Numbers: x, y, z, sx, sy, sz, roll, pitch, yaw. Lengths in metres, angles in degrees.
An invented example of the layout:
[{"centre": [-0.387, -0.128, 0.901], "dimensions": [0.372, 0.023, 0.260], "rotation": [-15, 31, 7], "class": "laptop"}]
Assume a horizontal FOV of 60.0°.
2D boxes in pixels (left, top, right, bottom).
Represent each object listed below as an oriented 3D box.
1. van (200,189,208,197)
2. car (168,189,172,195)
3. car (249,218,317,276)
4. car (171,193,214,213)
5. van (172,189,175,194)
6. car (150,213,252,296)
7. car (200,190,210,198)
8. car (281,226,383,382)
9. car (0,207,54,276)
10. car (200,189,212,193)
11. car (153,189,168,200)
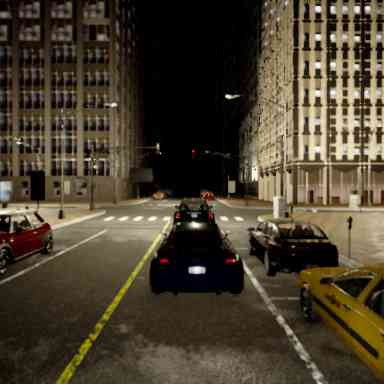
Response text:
[{"centre": [2.720, 0.262, 75.954], "dimensions": [1.690, 1.788, 3.998], "rotation": [0, 1, 0], "class": "van"}, {"centre": [-5.693, 0.410, 64.592], "dimensions": [2.192, 1.841, 5.009], "rotation": [0, 1, 0], "class": "car"}, {"centre": [2.696, 1.422, 9.651], "dimensions": [2.008, 1.369, 4.403], "rotation": [0, 1, 0], "class": "car"}, {"centre": [0.105, 1.112, 17.939], "dimensions": [2.097, 1.767, 4.553], "rotation": [0, 1, 0], "class": "car"}, {"centre": [-5.658, 0.174, 81.646], "dimensions": [1.690, 1.788, 3.998], "rotation": [0, 1, 0], "class": "van"}, {"centre": [0.103, 1.451, 8.433], "dimensions": [1.994, 1.385, 4.181], "rotation": [0, 1, 0], "class": "car"}, {"centre": [2.718, 0.448, 70.272], "dimensions": [1.967, 1.590, 4.097], "rotation": [0, 1, 0], "class": "car"}, {"centre": [2.694, 1.469, 4.153], "dimensions": [1.752, 1.417, 4.829], "rotation": [0, 1, 0], "class": "car"}, {"centre": [-5.684, 1.311, 9.651], "dimensions": [1.967, 1.590, 4.097], "rotation": [0, 1, 0], "class": "car"}, {"centre": [2.810, 0.621, 58.905], "dimensions": [1.967, 1.590, 4.097], "rotation": [0, 1, 0], "class": "car"}, {"centre": [-5.762, 0.621, 58.909], "dimensions": [1.967, 1.590, 4.097], "rotation": [0, 1, 0], "class": "car"}]
